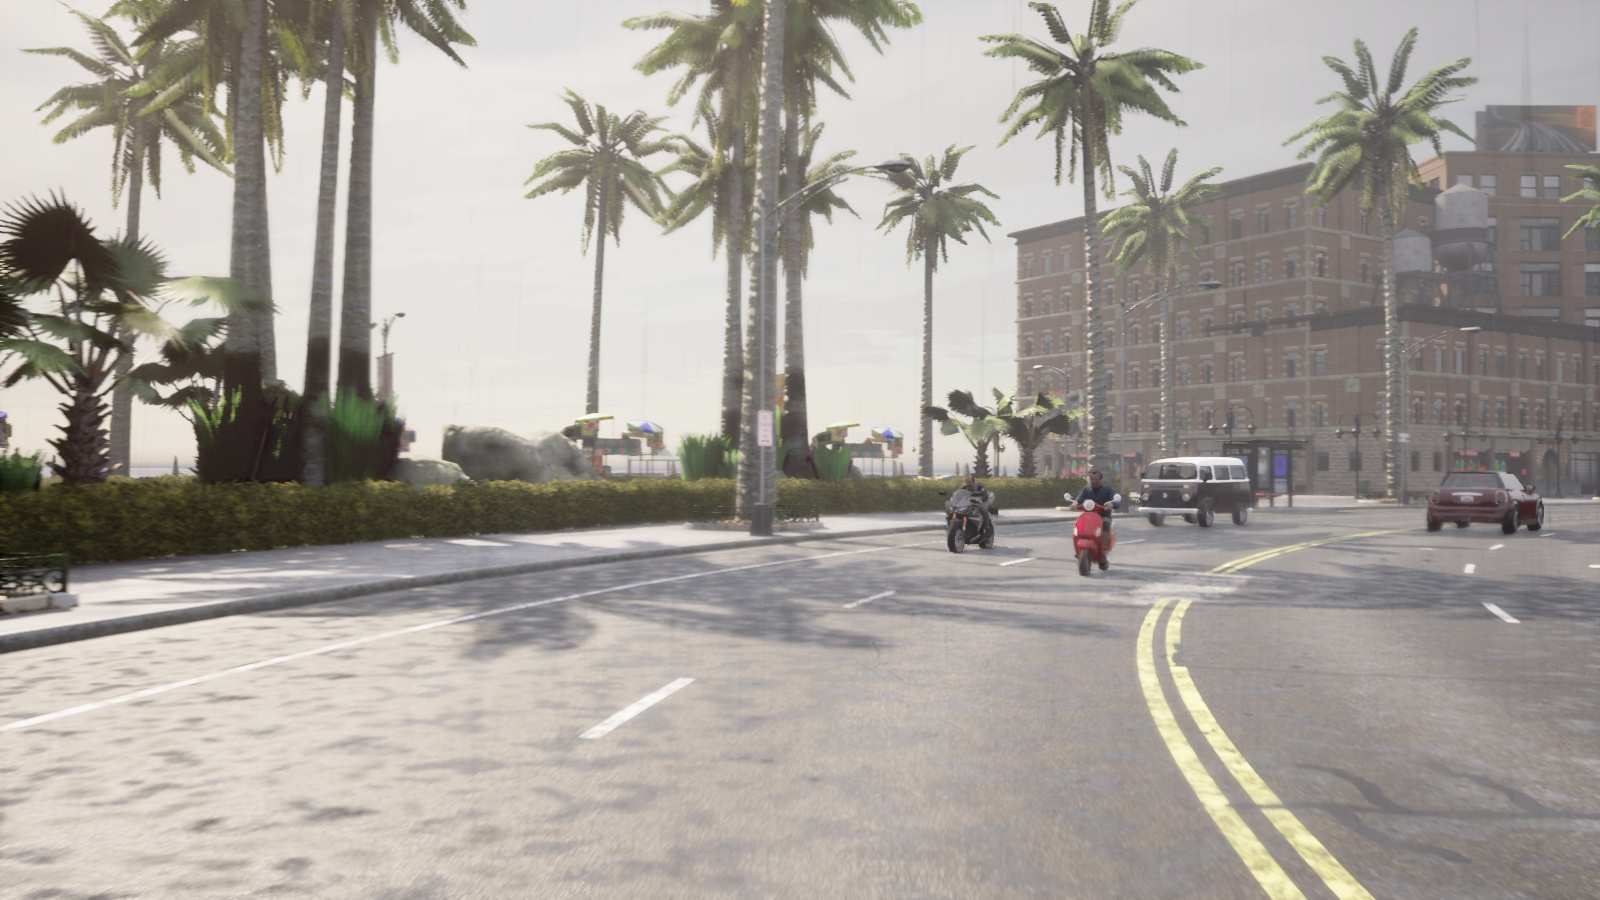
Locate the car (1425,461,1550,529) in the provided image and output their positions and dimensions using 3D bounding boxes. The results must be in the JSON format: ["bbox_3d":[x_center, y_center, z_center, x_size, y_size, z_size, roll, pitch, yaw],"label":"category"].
[{"bbox_3d":[19.076,1.195,34.747,2.097,1.767,4.553,-1,-1,41],"label":"car"}]

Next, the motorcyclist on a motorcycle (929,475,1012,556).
[{"bbox_3d":[3.407,1.255,24.857,0.866,1.530,2.191,-1,-1,30],"label":"motorcyclist on a motorcycle"}]

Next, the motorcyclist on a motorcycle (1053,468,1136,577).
[{"bbox_3d":[4.562,1.078,19.362,0.866,1.590,1.817,-1,-1,26],"label":"motorcyclist on a motorcycle"}]

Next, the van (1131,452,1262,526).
[{"bbox_3d":[11.731,1.120,36.984,2.069,2.038,4.480,-1,-1,41],"label":"van"}]
